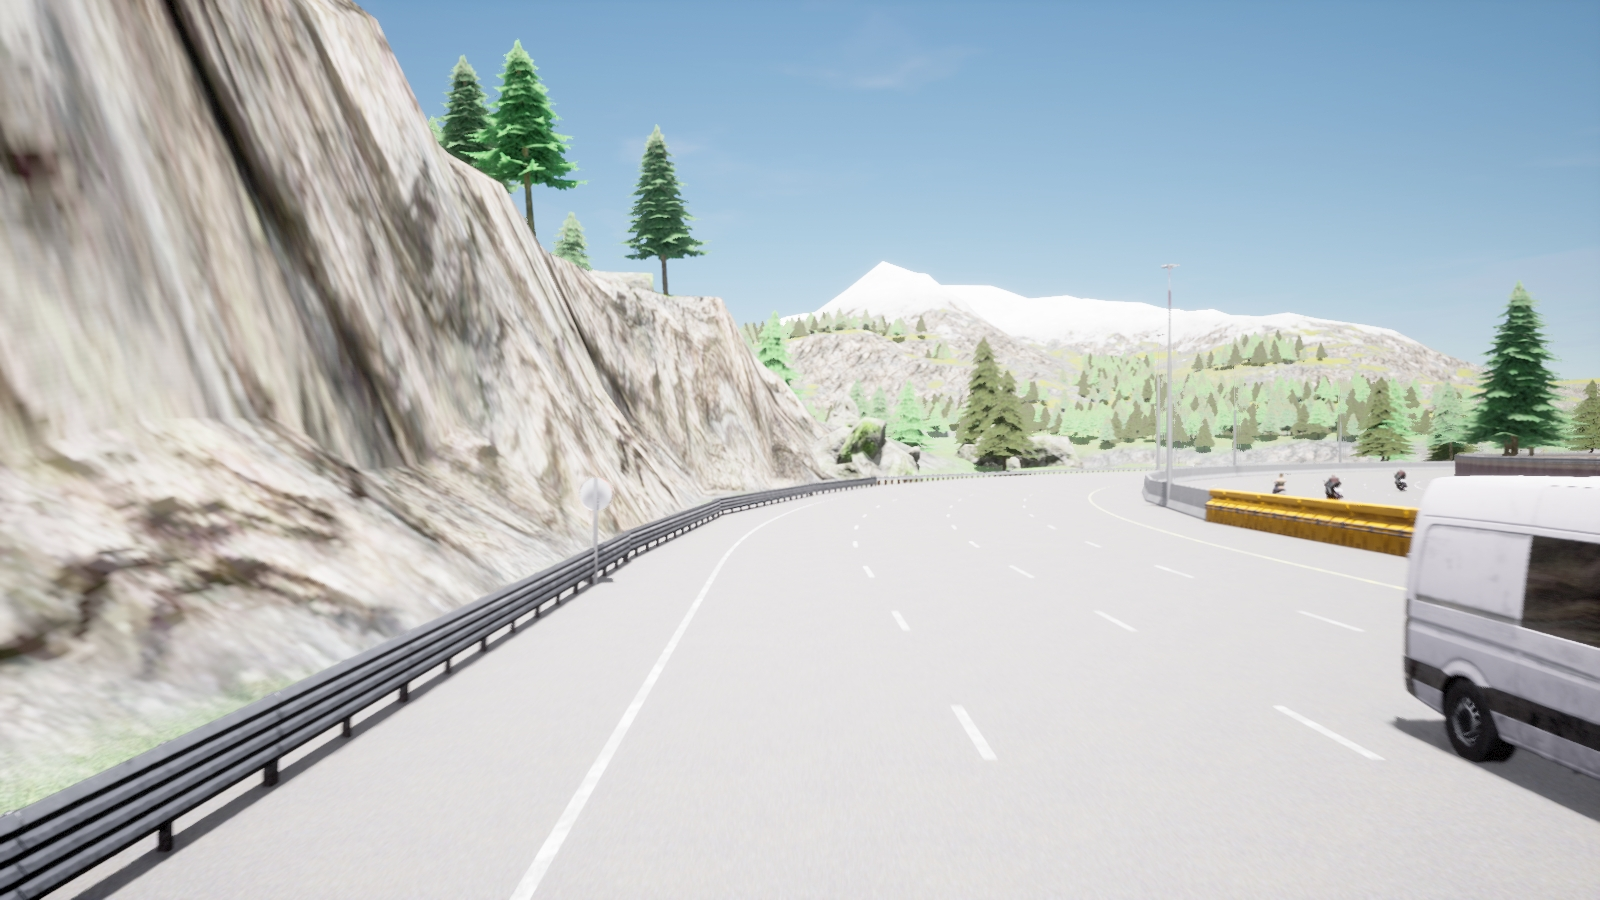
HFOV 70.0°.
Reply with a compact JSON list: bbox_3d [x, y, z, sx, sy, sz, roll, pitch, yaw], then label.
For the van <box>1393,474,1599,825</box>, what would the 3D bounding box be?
[{"bbox_3d":[6.992,1.528,8.566,1.988,2.561,5.915,0,0,0],"label":"van"}]
